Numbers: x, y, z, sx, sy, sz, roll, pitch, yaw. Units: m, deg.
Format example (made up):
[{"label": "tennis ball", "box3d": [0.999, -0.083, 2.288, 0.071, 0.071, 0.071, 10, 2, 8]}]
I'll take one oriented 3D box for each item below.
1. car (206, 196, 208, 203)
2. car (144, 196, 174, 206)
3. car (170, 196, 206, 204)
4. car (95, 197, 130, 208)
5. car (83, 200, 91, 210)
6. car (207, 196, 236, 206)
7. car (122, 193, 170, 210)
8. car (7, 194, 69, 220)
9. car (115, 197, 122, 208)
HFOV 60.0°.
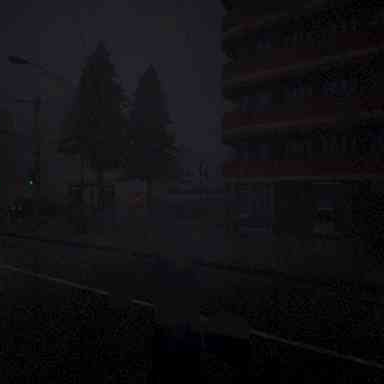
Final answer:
[{"label": "car", "box3d": [2.981, 1.444, 60.482, 5.357, 1.411, 2.033, 0, 0, -32]}, {"label": "car", "box3d": [-5.228, 1.418, 53.657, 4.674, 1.442, 1.812, 0, 0, -45]}, {"label": "car", "box3d": [-0.863, 1.445, 53.168, 5.357, 1.411, 2.033, 0, 0, -42]}, {"label": "car", "box3d": [-11.068, 1.417, 46.660, 1.812, 1.442, 4.674, 0, 0, 37]}, {"label": "car", "box3d": [-13.497, 1.497, 37.468, 1.895, 1.301, 4.718, 0, 0, 36]}, {"label": "car", "box3d": [5.297, 1.456, 49.232, 5.357, 1.411, 2.033, 0, 0, -39]}, {"label": "car", "box3d": [-5.666, 1.123, 42.122, 2.150, 2.045, 5.566, 0, 0, 36]}, {"label": "car", "box3d": [-12.205, 1.257, 26.868, 2.097, 1.767, 4.553, 0, 0, 35]}, {"label": "car", "box3d": [-7.760, 1.118, 45.356, 2.150, 2.045, 5.566, 0, 0, 37]}]
